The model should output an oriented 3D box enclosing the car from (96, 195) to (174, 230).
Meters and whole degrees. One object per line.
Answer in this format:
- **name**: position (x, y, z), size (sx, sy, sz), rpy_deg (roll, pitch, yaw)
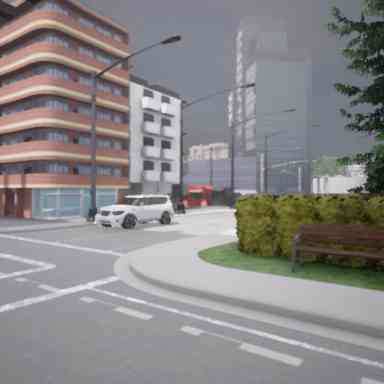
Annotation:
- **car**: position (-3.450, 1.195, 21.351), size (2.150, 2.045, 5.566), rpy_deg (0, 0, 36)
